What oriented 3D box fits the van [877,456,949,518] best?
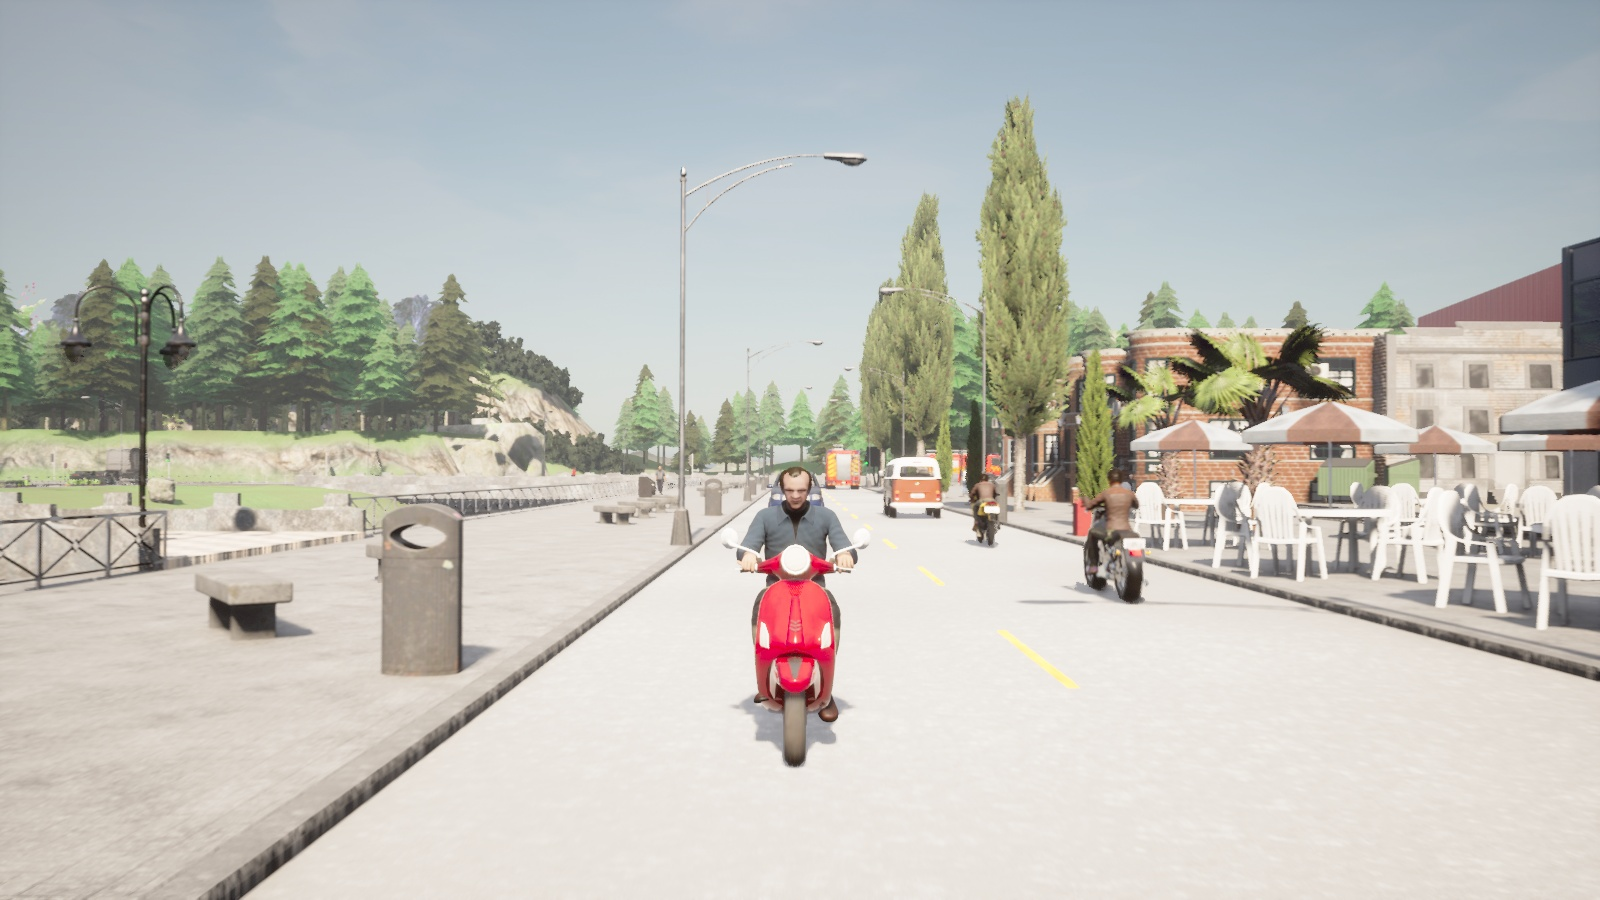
[{"bbox_3d":[3.884,1.256,43.799,2.069,2.038,4.480,0,-1,0],"label":"van"}]

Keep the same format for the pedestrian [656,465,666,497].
[{"bbox_3d":[-8.108,1.783,73.260,0.540,1.848,0.694,0,-1,1],"label":"pedestrian"}]

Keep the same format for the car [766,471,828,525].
[{"bbox_3d":[-0.099,1.433,38.186,1.789,1.549,3.705,0,-1,0],"label":"car"}]

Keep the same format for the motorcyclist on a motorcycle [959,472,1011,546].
[{"bbox_3d":[3.929,1.229,26.784,0.797,1.523,2.044,0,-1,0],"label":"motorcyclist on a motorcycle"}]

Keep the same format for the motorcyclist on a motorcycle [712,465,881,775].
[{"bbox_3d":[-0.020,0.892,7.381,0.866,1.590,1.817,0,-1,0],"label":"motorcyclist on a motorcycle"}]

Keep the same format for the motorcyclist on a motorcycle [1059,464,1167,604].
[{"bbox_3d":[3.957,1.018,16.080,0.766,1.649,2.350,0,-1,0],"label":"motorcyclist on a motorcycle"}]
